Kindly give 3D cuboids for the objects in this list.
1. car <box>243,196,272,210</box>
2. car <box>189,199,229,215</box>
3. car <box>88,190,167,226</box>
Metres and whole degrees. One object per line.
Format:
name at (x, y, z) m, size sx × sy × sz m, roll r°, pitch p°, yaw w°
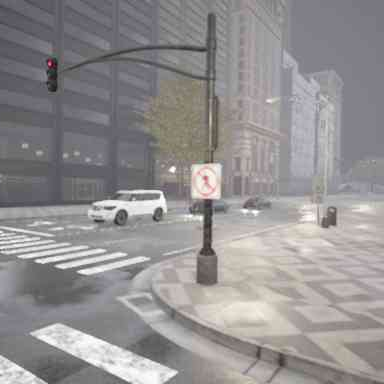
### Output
car at (7.343, 1.201, 37.306) m, size 1.994 × 1.385 × 4.181 m, roll 2°, pitch 1°, yaw 36°
car at (1.553, 1.223, 29.106) m, size 1.994 × 1.385 × 4.181 m, roll 2°, pitch 1°, yaw 35°
car at (-3.921, 0.903, 21.328) m, size 2.150 × 2.045 × 5.566 m, roll 2°, pitch 1°, yaw 35°
